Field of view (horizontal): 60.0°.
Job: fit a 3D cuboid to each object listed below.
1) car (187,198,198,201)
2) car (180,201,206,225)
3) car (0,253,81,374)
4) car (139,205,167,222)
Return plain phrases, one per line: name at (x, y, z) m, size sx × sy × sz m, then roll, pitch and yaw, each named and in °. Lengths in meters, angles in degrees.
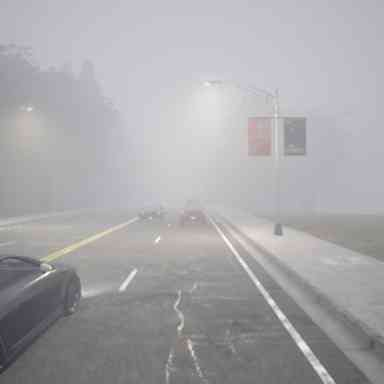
car at (0.089, 1.595, 41.872) m, size 2.097 × 1.767 × 4.553 m, roll 0°, pitch -1°, yaw 0°
car at (0.093, 1.606, 24.575) m, size 1.812 × 1.442 × 4.674 m, roll 0°, pitch -1°, yaw 0°
car at (-3.152, 1.570, 4.841) m, size 1.994 × 1.385 × 4.181 m, roll 0°, pitch 0°, yaw 0°
car at (-3.157, 1.703, 27.613) m, size 1.895 × 1.301 × 4.718 m, roll 0°, pitch 0°, yaw 0°
